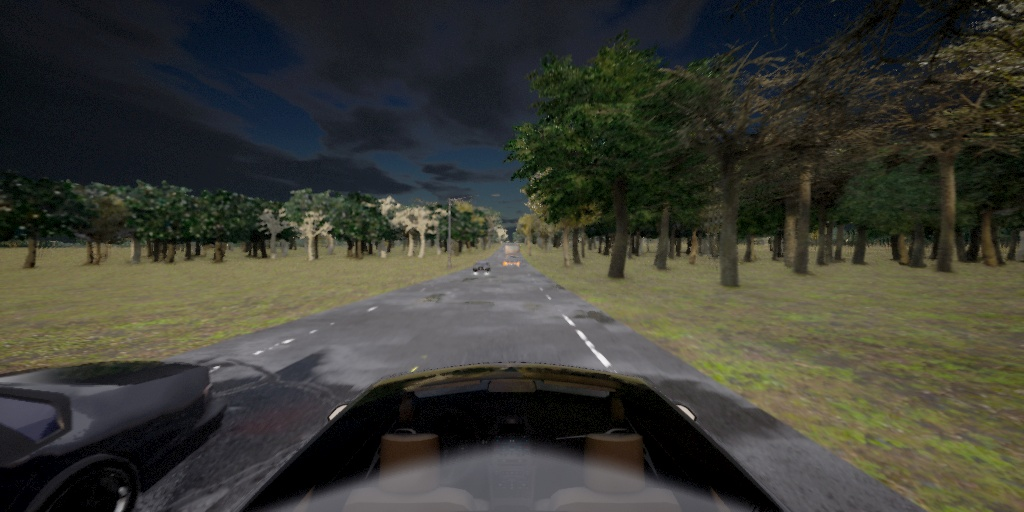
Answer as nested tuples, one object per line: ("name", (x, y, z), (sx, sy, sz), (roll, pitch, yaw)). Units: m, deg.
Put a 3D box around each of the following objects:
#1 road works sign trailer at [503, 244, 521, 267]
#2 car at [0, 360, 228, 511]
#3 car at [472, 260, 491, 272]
("road works sign trailer", (0.014, -0.063, 57.202), (2.380, 3.560, 2.880), (0, 0, 0))
("car", (-3.599, 1.296, 0.953), (2.033, 1.411, 5.357), (0, 0, 0))
("car", (-3.548, 1.216, 43.089), (1.994, 1.385, 4.181), (0, 1, 0))
